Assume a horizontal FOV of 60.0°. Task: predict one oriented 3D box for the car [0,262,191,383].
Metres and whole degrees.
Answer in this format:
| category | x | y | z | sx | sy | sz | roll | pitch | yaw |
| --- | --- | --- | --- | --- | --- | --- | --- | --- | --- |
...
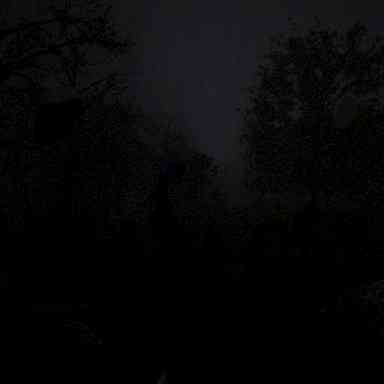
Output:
| category | x | y | z | sx | sy | sz | roll | pitch | yaw |
| --- | --- | --- | --- | --- | --- | --- | --- | --- | --- |
| car | -2.122 | 1.345 | 1.434 | 4.553 | 1.767 | 2.097 | 1 | 0 | -35 |
